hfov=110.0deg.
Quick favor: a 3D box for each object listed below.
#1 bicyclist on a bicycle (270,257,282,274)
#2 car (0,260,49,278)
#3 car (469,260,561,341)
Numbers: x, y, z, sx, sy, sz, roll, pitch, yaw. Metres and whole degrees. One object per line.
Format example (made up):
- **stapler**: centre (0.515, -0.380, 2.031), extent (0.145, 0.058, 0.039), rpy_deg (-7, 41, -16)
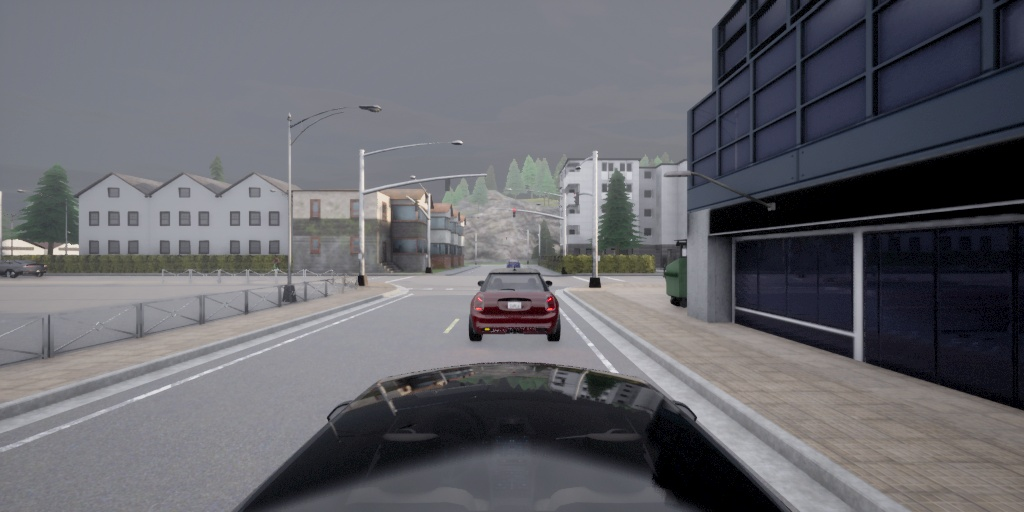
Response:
- **bicyclist on a bicycle**: centre (-22.226, 0.874, 33.826), extent (0.582, 1.620, 1.656), rpy_deg (0, 0, 0)
- **car**: centre (-42.115, 1.065, 30.065), extent (4.902, 1.511, 2.128), rpy_deg (0, 0, 0)
- **car**: centre (0.081, 1.102, 9.993), extent (2.097, 1.767, 4.553), rpy_deg (0, 0, 1)
